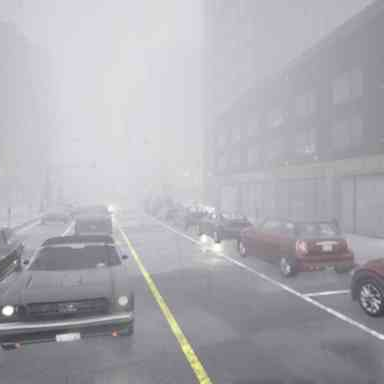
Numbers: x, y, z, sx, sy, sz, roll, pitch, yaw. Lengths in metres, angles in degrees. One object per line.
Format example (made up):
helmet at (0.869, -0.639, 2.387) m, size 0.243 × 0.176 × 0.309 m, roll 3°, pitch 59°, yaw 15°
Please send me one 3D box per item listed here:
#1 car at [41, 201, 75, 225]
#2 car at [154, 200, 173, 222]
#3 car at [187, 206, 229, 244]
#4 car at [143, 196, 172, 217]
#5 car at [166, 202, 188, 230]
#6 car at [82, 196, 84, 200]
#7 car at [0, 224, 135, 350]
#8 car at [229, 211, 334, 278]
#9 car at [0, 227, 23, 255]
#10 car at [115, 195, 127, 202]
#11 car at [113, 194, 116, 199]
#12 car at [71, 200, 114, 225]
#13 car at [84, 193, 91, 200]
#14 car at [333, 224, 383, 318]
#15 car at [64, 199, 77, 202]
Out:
car at (-9.728, 1.577, 23.984) m, size 1.802 × 1.307 × 4.206 m, roll 0°, pitch 0°, yaw -16°
car at (-1.514, 1.558, 26.270) m, size 1.947 × 1.339 × 4.313 m, roll 0°, pitch 0°, yaw -15°
car at (1.438, 1.545, 15.624) m, size 2.008 × 1.369 × 4.403 m, roll 0°, pitch 0°, yaw -15°
car at (-2.990, 1.306, 31.593) m, size 2.192 × 1.841 × 5.009 m, roll 0°, pitch 0°, yaw -16°
car at (-0.038, 1.544, 20.947) m, size 2.008 × 1.369 × 4.403 m, roll 0°, pitch 0°, yaw -16°
car at (-12.681, 1.433, 34.632) m, size 1.967 × 1.590 × 4.097 m, roll 0°, pitch 0°, yaw -16°
car at (-2.224, 1.599, 6.502) m, size 1.895 × 1.301 × 4.718 m, roll 0°, pitch 0°, yaw -16°
car at (2.914, 1.435, 10.302) m, size 1.967 × 1.590 × 4.097 m, roll 0°, pitch 0°, yaw -15°
car at (-5.298, 1.565, 8.011) m, size 1.947 × 1.339 × 4.313 m, roll 0°, pitch 0°, yaw -16°
car at (-16.471, 1.446, 79.133) m, size 1.967 × 1.590 × 4.097 m, roll 0°, pitch 0°, yaw -17°
car at (-19.732, 1.598, 89.962) m, size 1.802 × 1.307 × 4.206 m, roll 0°, pitch 0°, yaw -17°
car at (-5.526, 1.473, 18.822) m, size 1.882 × 1.535 × 5.008 m, roll 0°, pitch 0°, yaw -15°
car at (-27.898, 1.459, 87.512) m, size 1.967 × 1.590 × 4.097 m, roll 0°, pitch 0°, yaw -17°
car at (4.390, 1.437, 4.979) m, size 1.967 × 1.590 × 4.097 m, roll 0°, pitch 0°, yaw -15°
car at (-11.205, 1.560, 29.308) m, size 1.947 × 1.339 × 4.313 m, roll 0°, pitch 0°, yaw -15°
